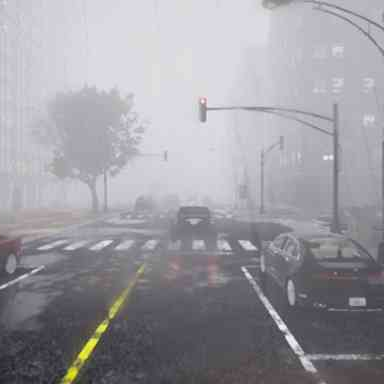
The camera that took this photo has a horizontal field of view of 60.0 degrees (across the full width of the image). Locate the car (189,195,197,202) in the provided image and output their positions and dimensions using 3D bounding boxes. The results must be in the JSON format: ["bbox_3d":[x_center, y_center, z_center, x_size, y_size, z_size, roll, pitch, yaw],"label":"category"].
[{"bbox_3d":[0.178,1.483,79.741,1.837,1.490,4.892,0,0,0],"label":"car"}]

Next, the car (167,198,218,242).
[{"bbox_3d":[0.107,1.368,16.583,2.097,1.767,4.553,0,0,1],"label":"car"}]

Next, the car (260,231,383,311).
[{"bbox_3d":[2.705,1.558,7.603,2.008,1.369,4.403,0,0,0],"label":"car"}]

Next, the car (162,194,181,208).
[{"bbox_3d":[-2.979,1.290,50.388,2.150,2.045,5.566,0,0,0],"label":"car"}]

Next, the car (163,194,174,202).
[{"bbox_3d":[-5.517,1.445,78.670,2.192,1.841,5.009,0,0,0],"label":"car"}]

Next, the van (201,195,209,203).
[{"bbox_3d":[2.851,1.458,73.129,1.690,1.788,3.998,0,0,0],"label":"van"}]

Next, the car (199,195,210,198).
[{"bbox_3d":[2.827,1.658,62.082,1.947,1.339,4.313,0,0,0],"label":"car"}]

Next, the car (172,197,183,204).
[{"bbox_3d":[-2.869,1.665,66.867,1.994,1.385,4.181,0,0,1],"label":"car"}]

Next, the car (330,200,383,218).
[{"bbox_3d":[13.485,1.372,26.985,4.403,1.369,2.008,-1,1,0],"label":"car"}]

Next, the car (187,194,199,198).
[{"bbox_3d":[0.153,1.330,69.350,2.150,2.045,5.566,0,0,0],"label":"car"}]

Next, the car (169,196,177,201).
[{"bbox_3d":[-5.480,1.726,95.239,2.008,1.369,4.403,0,0,0],"label":"car"}]

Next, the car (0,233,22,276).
[{"bbox_3d":[-5.675,1.551,7.622,1.887,1.381,4.507,0,0,0],"label":"car"}]

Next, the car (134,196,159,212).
[{"bbox_3d":[-5.604,1.366,40.010,2.192,1.841,5.009,0,0,0],"label":"car"}]

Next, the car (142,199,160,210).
[{"bbox_3d":[-5.591,1.627,45.533,1.947,1.339,4.313,0,0,0],"label":"car"}]

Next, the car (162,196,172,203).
[{"bbox_3d":[-5.530,1.682,73.148,1.947,1.339,4.313,0,0,0],"label":"car"}]
